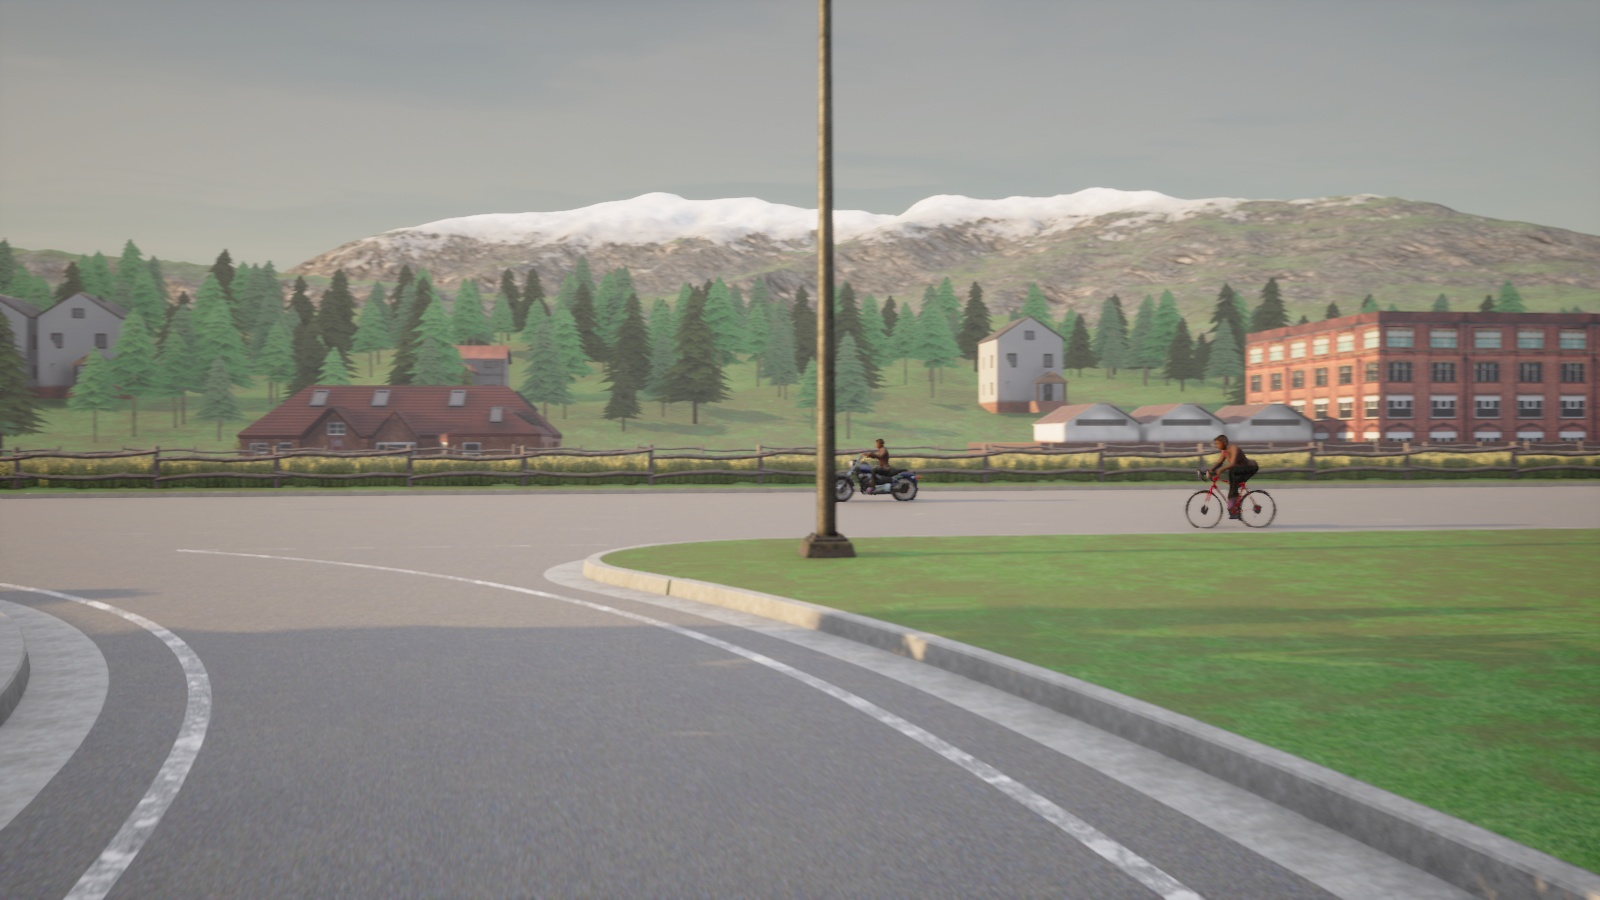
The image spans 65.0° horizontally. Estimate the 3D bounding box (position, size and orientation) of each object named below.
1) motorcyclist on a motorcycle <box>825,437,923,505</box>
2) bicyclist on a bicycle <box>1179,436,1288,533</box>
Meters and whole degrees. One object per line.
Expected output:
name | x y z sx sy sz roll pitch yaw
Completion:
motorcyclist on a motorcycle | 1.835 0.518 31.321 2.350 1.649 0.766 0 0 -7
bicyclist on a bicycle | 7.395 0.570 21.436 1.656 1.620 0.582 0 0 -7
